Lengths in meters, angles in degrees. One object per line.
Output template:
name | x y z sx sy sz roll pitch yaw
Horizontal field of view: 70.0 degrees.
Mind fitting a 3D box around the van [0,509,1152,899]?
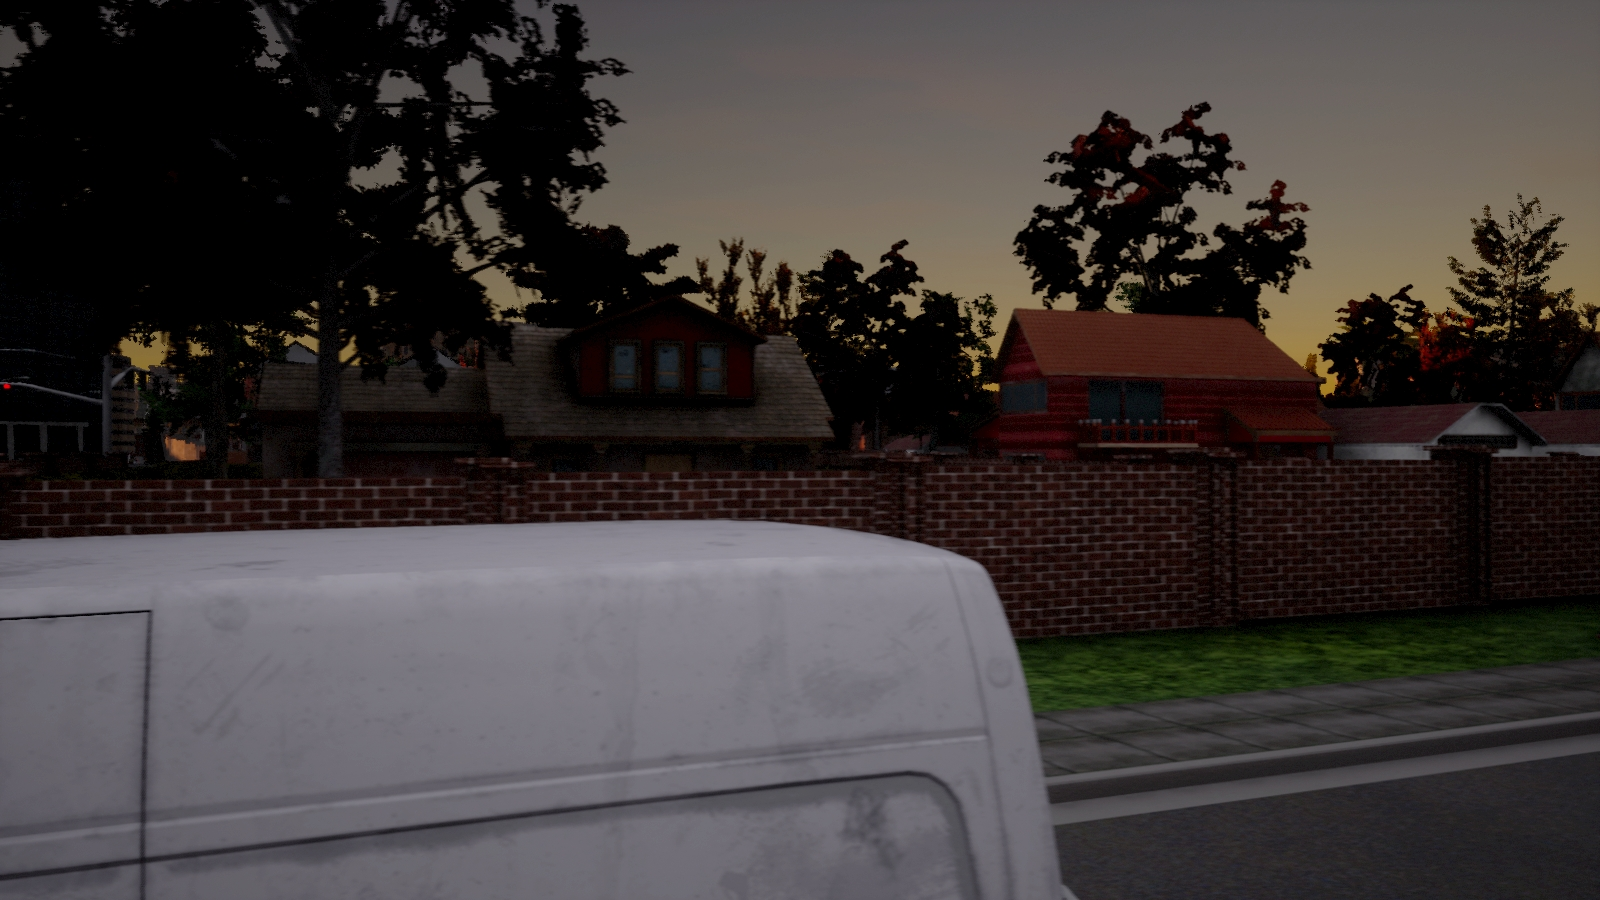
van | -2.340 1.531 2.441 5.915 2.561 1.988 -1 0 -20
